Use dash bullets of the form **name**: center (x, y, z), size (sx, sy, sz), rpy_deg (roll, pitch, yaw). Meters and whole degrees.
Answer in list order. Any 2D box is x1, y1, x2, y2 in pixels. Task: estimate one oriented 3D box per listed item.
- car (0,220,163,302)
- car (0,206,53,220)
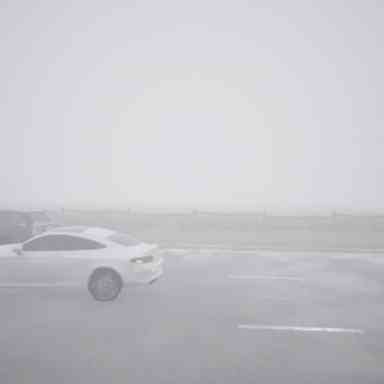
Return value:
- **car**: center (-3.024, 1.556, 7.871), size (4.674, 1.442, 1.812), rpy_deg (1, 0, 4)
- **car**: center (-6.976, 1.360, 11.658), size (4.553, 1.767, 2.097), rpy_deg (1, 0, 4)
